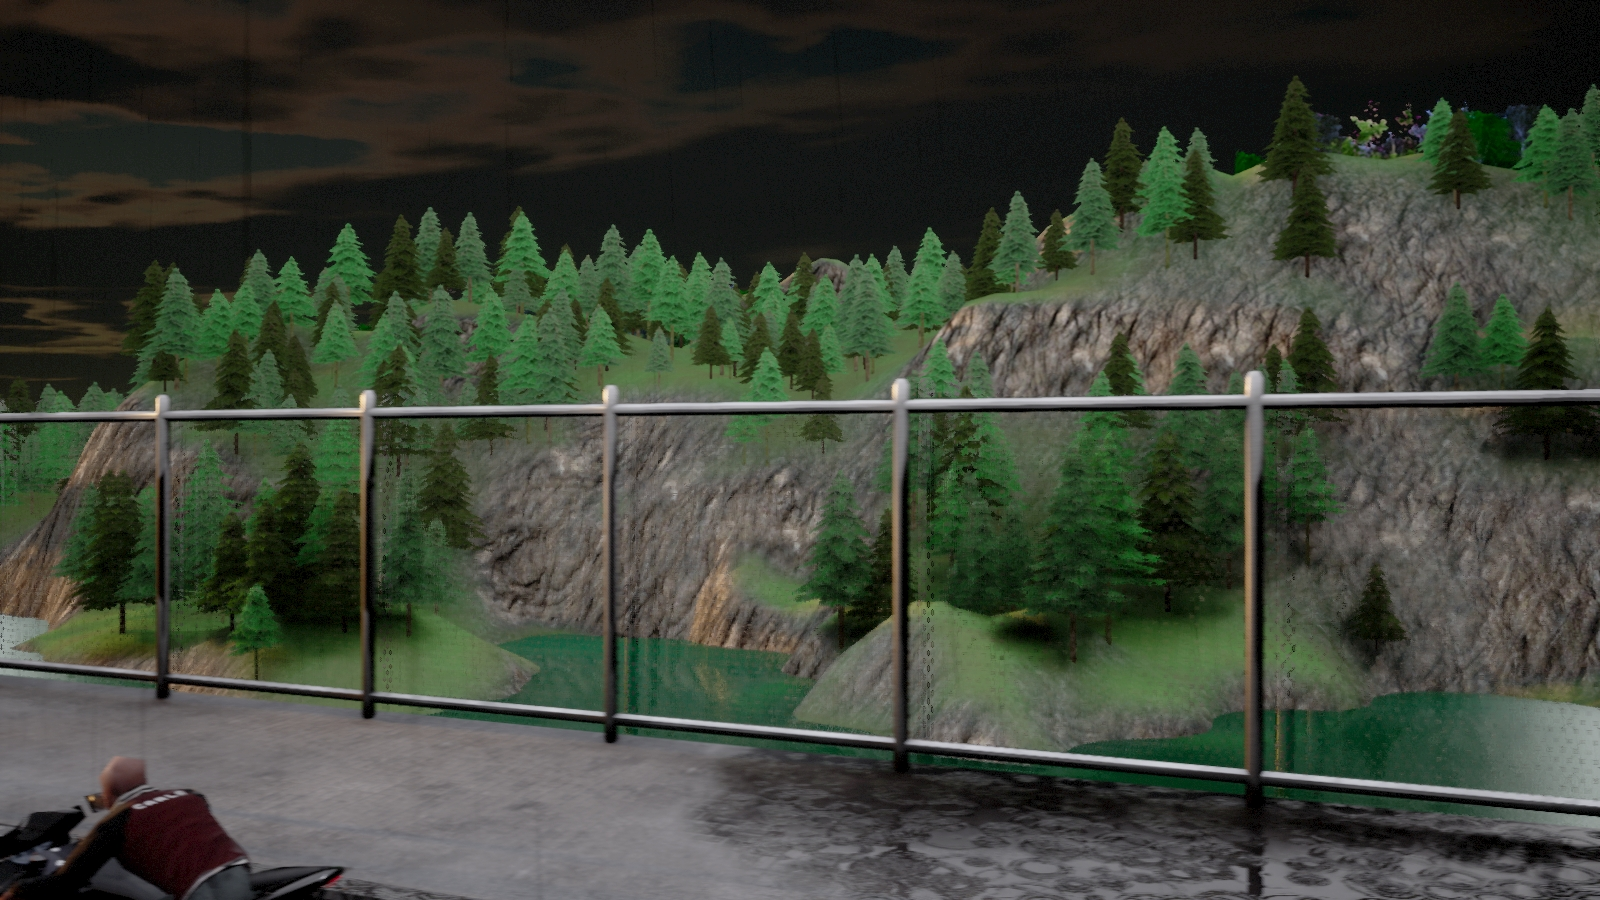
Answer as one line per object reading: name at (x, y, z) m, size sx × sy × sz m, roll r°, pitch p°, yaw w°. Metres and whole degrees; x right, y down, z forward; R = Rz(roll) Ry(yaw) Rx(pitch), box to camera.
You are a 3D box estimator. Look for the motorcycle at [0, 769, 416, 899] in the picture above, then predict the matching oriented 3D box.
motorcycle at (-2.833, 2.203, 4.863) m, size 2.209 × 1.251 × 0.867 m, roll 0°, pitch 0°, yaw 20°
